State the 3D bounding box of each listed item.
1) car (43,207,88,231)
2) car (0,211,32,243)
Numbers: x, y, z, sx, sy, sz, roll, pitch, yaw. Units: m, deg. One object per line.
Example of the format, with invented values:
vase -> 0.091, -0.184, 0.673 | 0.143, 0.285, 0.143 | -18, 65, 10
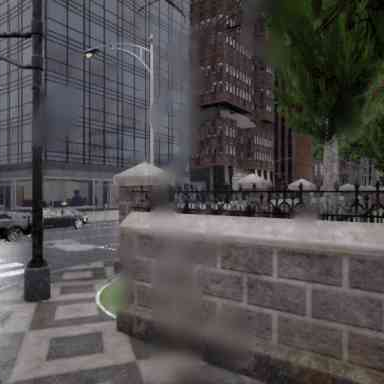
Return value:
car -> -8.425, 1.638, 20.205 | 2.008, 1.369, 4.403 | 0, -1, 36
car -> -9.432, 1.539, 14.246 | 2.128, 1.511, 4.902 | 0, -1, 36
